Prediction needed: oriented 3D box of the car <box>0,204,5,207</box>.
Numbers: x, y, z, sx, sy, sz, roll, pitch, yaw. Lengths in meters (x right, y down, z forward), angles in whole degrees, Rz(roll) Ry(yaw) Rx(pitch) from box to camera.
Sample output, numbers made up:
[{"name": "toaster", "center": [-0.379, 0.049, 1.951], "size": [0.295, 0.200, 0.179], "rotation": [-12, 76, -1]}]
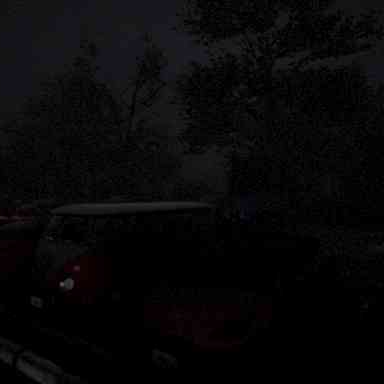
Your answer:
[{"name": "car", "center": [-8.043, 1.401, 12.211], "size": [2.097, 1.535, 5.008], "rotation": [0, 0, 35]}]

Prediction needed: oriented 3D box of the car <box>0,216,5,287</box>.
[{"name": "car", "center": [-3.458, 1.459, 8.991], "size": [2.163, 1.488, 4.792], "rotation": [0, 0, 35]}]

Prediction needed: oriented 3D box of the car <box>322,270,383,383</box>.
[{"name": "car", "center": [3.362, 1.505, 4.069], "size": [2.163, 1.488, 4.792], "rotation": [0, 0, 35]}]

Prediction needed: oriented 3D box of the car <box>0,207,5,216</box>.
[{"name": "car", "center": [-5.651, 1.412, 10.743], "size": [1.946, 1.575, 5.366], "rotation": [0, 0, 35]}]

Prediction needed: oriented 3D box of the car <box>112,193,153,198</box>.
[{"name": "car", "center": [-5.184, 1.128, 26.200], "size": [2.435, 2.045, 5.566], "rotation": [0, 0, 35]}]

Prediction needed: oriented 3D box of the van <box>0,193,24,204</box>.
[{"name": "van", "center": [-20.986, 1.108, 37.622], "size": [1.878, 1.987, 4.442], "rotation": [0, 0, 35]}]

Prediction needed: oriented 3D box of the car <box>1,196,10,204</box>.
[{"name": "car", "center": [-16.516, 1.386, 34.293], "size": [2.002, 1.452, 4.674], "rotation": [0, 0, 35]}]

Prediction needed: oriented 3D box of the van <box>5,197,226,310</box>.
[{"name": "van", "center": [-1.257, 1.219, 7.247], "size": [1.878, 1.987, 4.442], "rotation": [0, 0, 35]}]

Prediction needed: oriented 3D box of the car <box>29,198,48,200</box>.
[{"name": "car", "center": [-11.978, 1.359, 31.060], "size": [2.097, 1.535, 5.008], "rotation": [0, 0, 35]}]

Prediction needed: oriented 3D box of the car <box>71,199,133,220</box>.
[{"name": "car", "center": [-7.420, 1.401, 27.860], "size": [2.163, 1.488, 4.792], "rotation": [0, 0, 35]}]

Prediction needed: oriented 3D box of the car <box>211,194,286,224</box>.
[{"name": "car", "center": [3.794, 1.177, 19.814], "size": [2.435, 2.045, 5.566], "rotation": [0, 0, 35]}]

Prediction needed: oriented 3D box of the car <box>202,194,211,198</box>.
[{"name": "car", "center": [1.624, 1.163, 21.356], "size": [2.435, 2.045, 5.566], "rotation": [0, 0, 35]}]

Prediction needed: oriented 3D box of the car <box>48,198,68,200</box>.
[{"name": "car", "center": [-9.723, 1.395, 29.426], "size": [2.163, 1.488, 4.792], "rotation": [0, 0, 35]}]

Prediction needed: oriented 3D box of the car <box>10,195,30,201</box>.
[{"name": "car", "center": [-14.353, 1.349, 32.529], "size": [1.946, 1.575, 5.366], "rotation": [0, 0, 35]}]

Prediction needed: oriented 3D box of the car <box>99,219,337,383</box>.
[{"name": "car", "center": [1.077, 1.490, 5.694], "size": [2.163, 1.488, 4.792], "rotation": [0, 0, 35]}]
